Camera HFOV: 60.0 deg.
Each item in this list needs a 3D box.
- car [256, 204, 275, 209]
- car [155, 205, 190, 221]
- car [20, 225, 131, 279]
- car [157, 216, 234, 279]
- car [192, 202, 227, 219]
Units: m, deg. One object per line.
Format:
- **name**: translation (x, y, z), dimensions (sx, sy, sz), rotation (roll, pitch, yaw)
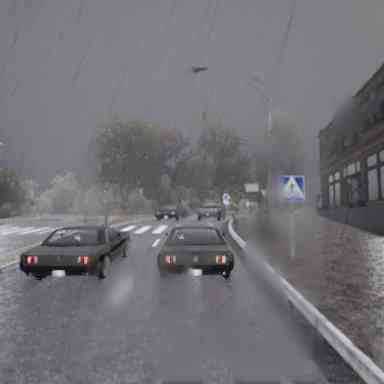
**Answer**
- **car**: translation (19.048, 3.990, 86.231), dimensions (4.892, 1.490, 1.837), rotation (-4, -6, 41)
- **car**: translation (-1.556, 1.735, 28.191), dimensions (1.895, 1.301, 4.718), rotation (-1, -1, 13)
- **car**: translation (-3.153, 1.646, 10.112), dimensions (1.895, 1.301, 4.718), rotation (0, 0, 0)
- **car**: translation (0.097, 1.647, 10.202), dimensions (1.895, 1.301, 4.718), rotation (0, 0, 0)
- **car**: translation (1.765, 1.566, 27.845), dimensions (2.128, 1.511, 4.902), rotation (-1, -1, 14)
